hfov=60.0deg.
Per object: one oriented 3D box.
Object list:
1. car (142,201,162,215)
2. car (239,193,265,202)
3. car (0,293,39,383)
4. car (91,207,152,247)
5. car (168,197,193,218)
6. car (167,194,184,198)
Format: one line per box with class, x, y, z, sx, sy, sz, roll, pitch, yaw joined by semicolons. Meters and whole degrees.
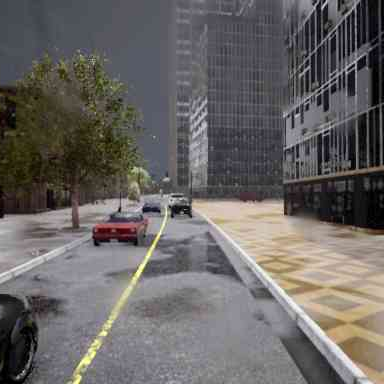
car;-4.099;1.595;34.136;1.895;1.301;4.718;0;0;-4
car;11.933;1.191;66.543;5.009;1.841;2.192;0;-1;13
car;-2.900;1.564;2.470;1.994;1.385;4.181;0;0;0
car;-3.142;1.600;15.249;1.895;1.301;4.718;0;0;-2
car;-0.989;1.502;30.497;1.837;1.490;4.892;0;0;-3
car;-2.081;1.216;44.955;2.150;2.045;5.566;0;0;-6
